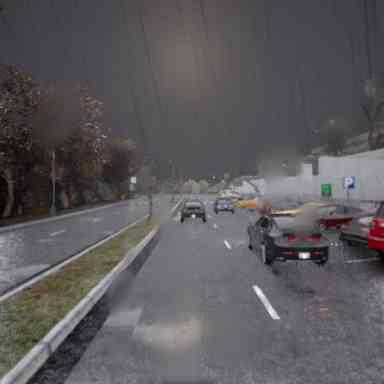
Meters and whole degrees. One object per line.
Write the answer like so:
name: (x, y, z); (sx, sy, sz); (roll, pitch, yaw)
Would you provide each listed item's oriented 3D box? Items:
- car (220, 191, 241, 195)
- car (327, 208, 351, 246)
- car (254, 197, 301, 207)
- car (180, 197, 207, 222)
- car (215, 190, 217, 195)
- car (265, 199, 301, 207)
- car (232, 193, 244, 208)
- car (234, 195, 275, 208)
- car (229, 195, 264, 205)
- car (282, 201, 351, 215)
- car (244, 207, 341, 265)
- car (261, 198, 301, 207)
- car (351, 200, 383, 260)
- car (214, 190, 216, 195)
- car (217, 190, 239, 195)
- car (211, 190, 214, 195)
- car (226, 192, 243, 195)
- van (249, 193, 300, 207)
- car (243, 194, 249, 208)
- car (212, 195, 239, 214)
car: (8.090, 0.988, 57.976); (4.892, 1.521, 2.231); (1, 1, -20)
car: (8.069, 1.518, 13.228); (4.674, 1.452, 2.002); (1, 0, -20)
car: (8.070, 1.426, 28.154); (4.674, 1.452, 2.002); (1, 0, -20)
car: (0.105, 1.422, 25.889); (1.837, 1.490, 4.892); (0, 1, 0)
car: (8.255, 0.868, 69.975); (5.366, 1.575, 1.946); (1, 0, -20)
car: (7.902, 1.432, 22.112); (5.366, 1.575, 1.946); (1, 1, -20)
car: (7.903, 1.226, 40.023); (5.366, 1.575, 1.946); (0, 1, -20)
car: (8.104, 1.215, 43.085); (4.792, 1.488, 2.163); (0, 1, -20)
car: (8.074, 1.139, 49.037); (4.674, 1.452, 2.002); (1, 1, -20)
car: (8.046, 1.485, 19.185); (4.792, 1.488, 2.163); (1, 1, -20)
car: (3.102, 1.497, 11.600); (1.837, 1.490, 4.892); (0, 0, 0)
car: (8.101, 1.446, 25.182); (4.792, 1.488, 2.163); (1, 0, -20)
car: (8.102, 1.234, 10.257); (5.566, 2.045, 2.435); (1, 0, -20)
car: (8.108, 0.874, 72.905); (4.792, 1.488, 2.163); (1, 0, -20)
car: (8.110, 0.703, 60.975); (5.566, 2.045, 2.435); (1, 0, -20)
car: (7.911, 0.790, 78.790); (5.366, 1.575, 1.946); (1, 1, -20)
car: (7.905, 1.136, 45.988); (5.366, 1.575, 1.946); (0, 1, -20)
van: (7.970, 1.128, 31.083); (4.442, 1.987, 1.878); (0, 1, -20)
car: (8.048, 1.190, 34.112); (4.553, 1.767, 2.185); (0, 1, -20)
car: (3.106, 1.382, 33.374); (2.033, 1.411, 5.357); (0, 1, 0)
